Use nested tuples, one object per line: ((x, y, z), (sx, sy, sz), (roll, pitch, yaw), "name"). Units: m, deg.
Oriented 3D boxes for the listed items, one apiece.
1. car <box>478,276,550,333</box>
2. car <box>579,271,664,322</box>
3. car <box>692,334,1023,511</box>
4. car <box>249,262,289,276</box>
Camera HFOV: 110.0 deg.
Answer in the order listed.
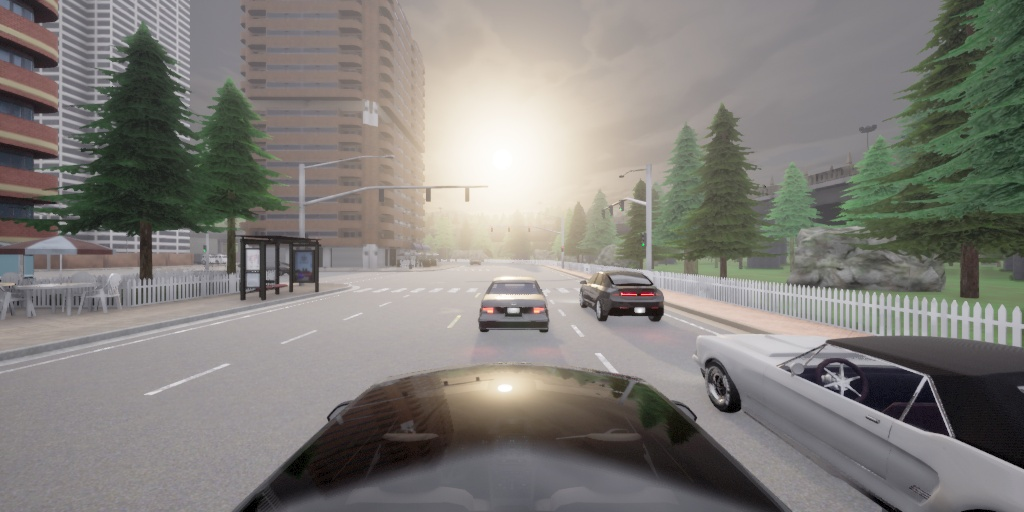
((0.078, 1.297, 10.764), (2.033, 1.411, 5.357), (0, 0, 1), "car")
((3.565, 1.255, 12.353), (1.837, 1.490, 4.892), (0, 0, 1), "car")
((3.513, 1.351, 3.090), (1.895, 1.301, 4.718), (0, 0, 1), "car")
((-25.140, 1.331, 37.742), (4.674, 1.442, 1.812), (0, 0, 0), "car")
